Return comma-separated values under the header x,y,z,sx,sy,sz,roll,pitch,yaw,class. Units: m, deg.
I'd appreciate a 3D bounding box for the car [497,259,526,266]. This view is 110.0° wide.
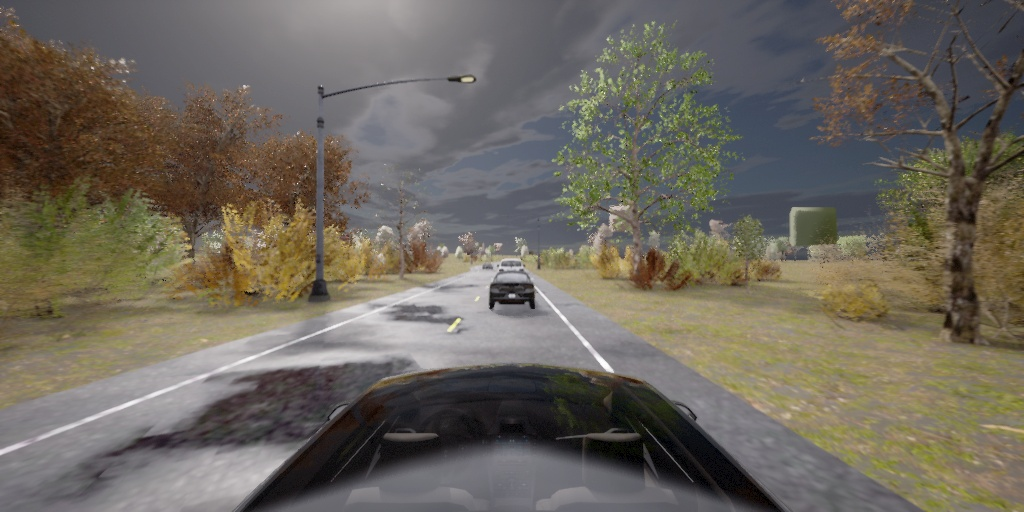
x,y,z,sx,sy,sz,roll,pitch,yaw,class
-0.051,1.271,29.445,2.150,2.045,5.566,0,0,0,car

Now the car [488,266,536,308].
x,y,z,sx,sy,sz,roll,pitch,yaw,class
0.016,1.381,16.105,1.882,1.535,5.008,0,0,0,car
